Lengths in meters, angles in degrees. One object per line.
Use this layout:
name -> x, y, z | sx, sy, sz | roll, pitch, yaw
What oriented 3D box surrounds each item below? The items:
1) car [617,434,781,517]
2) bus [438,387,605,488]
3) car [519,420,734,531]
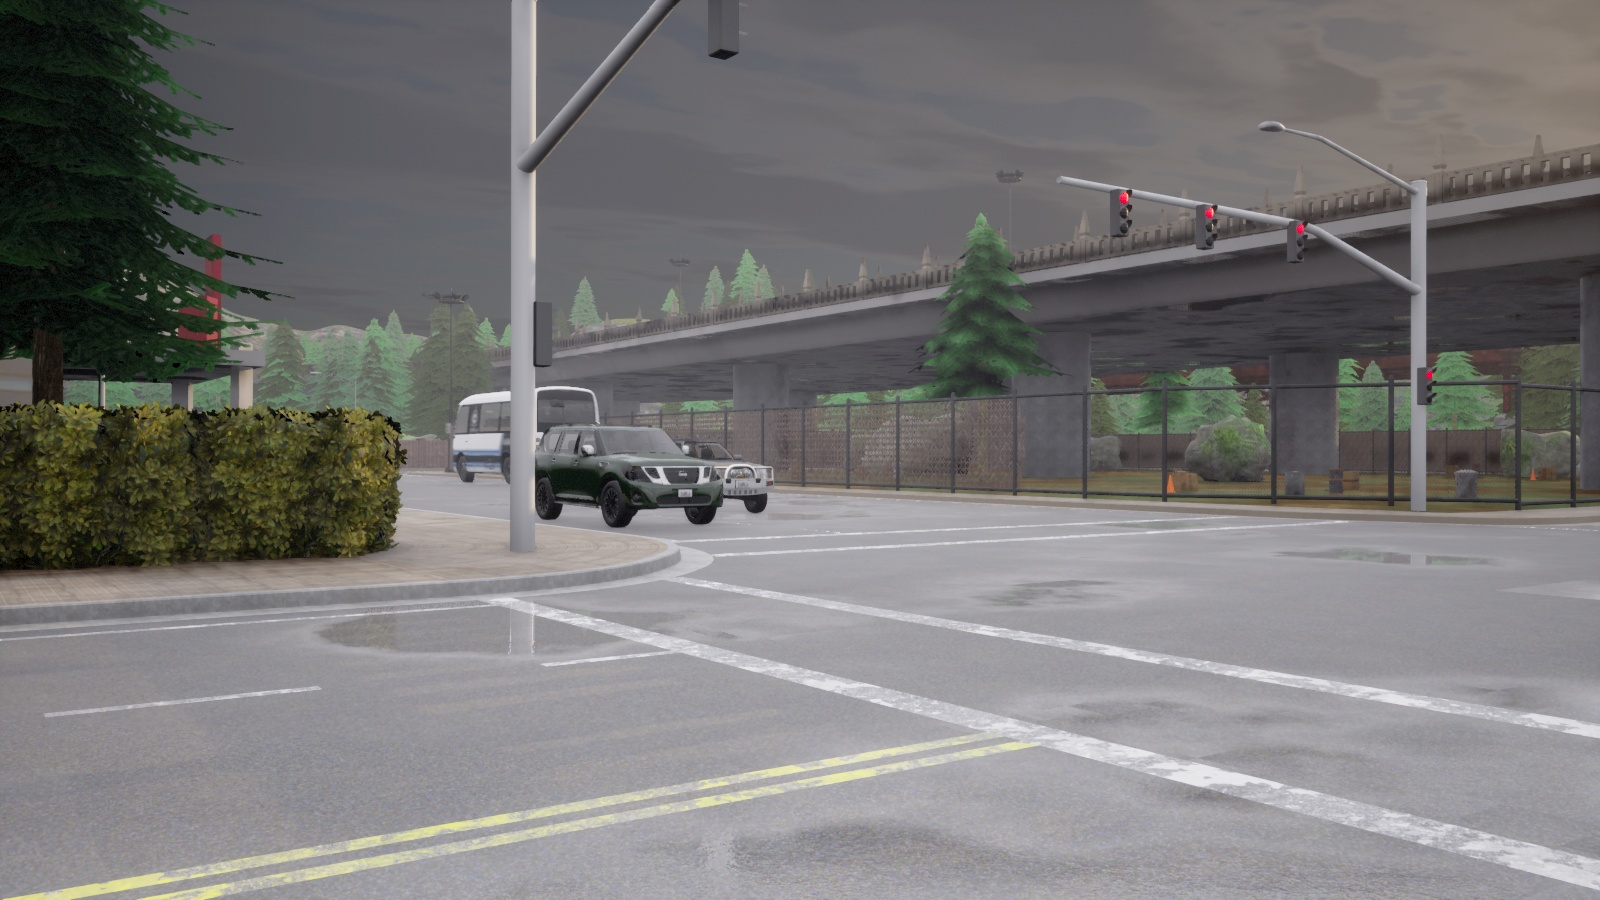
car -> -2.549, 0.586, 30.481 | 1.932, 1.855, 4.605 | 0, 0, -35
bus -> -13.079, -0.517, 57.969 | 3.944, 4.253, 10.273 | 0, 0, -35
car -> -3.753, 0.480, 26.071 | 2.150, 2.045, 5.566 | 0, 0, -35
